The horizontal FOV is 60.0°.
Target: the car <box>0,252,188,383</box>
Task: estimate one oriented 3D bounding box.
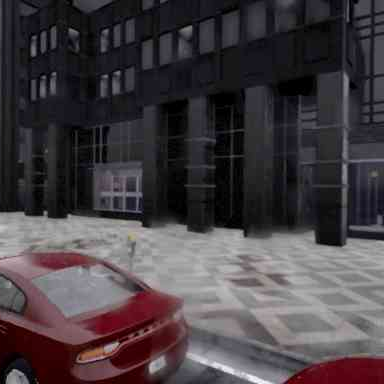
[{"bbox_3d":[-2.148,1.498,4.496,4.507,1.381,1.887,1,1,36],"label":"car"}]

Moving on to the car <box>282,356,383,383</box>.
[{"bbox_3d":[2.440,1.560,1.222,4.507,1.381,1.887,1,1,36],"label":"car"}]
